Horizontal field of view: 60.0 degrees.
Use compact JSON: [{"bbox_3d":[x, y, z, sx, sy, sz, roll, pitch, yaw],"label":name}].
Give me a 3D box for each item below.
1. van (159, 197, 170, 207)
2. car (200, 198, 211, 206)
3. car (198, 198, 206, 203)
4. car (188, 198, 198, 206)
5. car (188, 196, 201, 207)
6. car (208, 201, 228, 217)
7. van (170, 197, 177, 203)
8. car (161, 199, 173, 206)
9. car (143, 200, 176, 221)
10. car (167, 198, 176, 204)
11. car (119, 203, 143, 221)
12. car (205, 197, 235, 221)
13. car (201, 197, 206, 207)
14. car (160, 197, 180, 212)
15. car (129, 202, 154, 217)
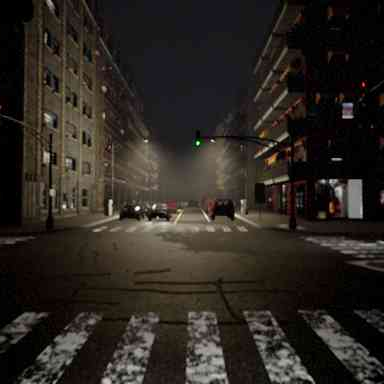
[{"bbox_3d":[-5.173,1.833,63.001,1.690,1.788,3.998,1,-1,0],"label":"van"},{"bbox_3d":[2.715,1.998,68.585,1.967,1.590,4.097,1,-1,0],"label":"car"},{"bbox_3d":[2.757,2.398,90.834,1.947,1.339,4.313,1,-1,0],"label":"car"},{"bbox_3d":[0.210,2.050,69.848,1.882,1.535,5.008,0,-1,0],"label":"car"},{"bbox_3d":[0.223,1.932,59.409,1.882,1.535,5.008,0,-1,0],"label":"car"},{"bbox_3d":[2.652,1.768,35.392,1.752,1.417,4.829,1,0,0],"label":"car"},{"bbox_3d":[-5.120,2.172,90.820,1.690,1.788,3.998,1,-1,0],"label":"van"},{"bbox_3d":[-5.166,2.108,68.564,2.008,1.369,4.403,1,-1,0],"label":"car"},{"bbox_3d":[-2.790,1.751,29.842,2.033,1.411,5.357,0,0,0],"label":"car"},{"bbox_3d":[-5.134,2.312,85.254,2.008,1.369,4.403,1,-1,0],"label":"car"},{"bbox_3d":[-5.240,1.768,29.633,1.947,1.339,4.313,1,0,0],"label":"car"},{"bbox_3d":[2.644,1.518,29.665,2.192,1.841,5.009,1,0,0],"label":"car"},{"bbox_3d":[2.665,1.598,40.789,2.192,1.841,5.009,1,-1,0],"label":"car"},{"bbox_3d":[-2.767,1.756,40.128,1.882,1.535,5.008,0,-1,0],"label":"car"},{"bbox_3d":[-5.229,1.807,35.194,1.947,1.339,4.313,1,0,0],"label":"car"}]
